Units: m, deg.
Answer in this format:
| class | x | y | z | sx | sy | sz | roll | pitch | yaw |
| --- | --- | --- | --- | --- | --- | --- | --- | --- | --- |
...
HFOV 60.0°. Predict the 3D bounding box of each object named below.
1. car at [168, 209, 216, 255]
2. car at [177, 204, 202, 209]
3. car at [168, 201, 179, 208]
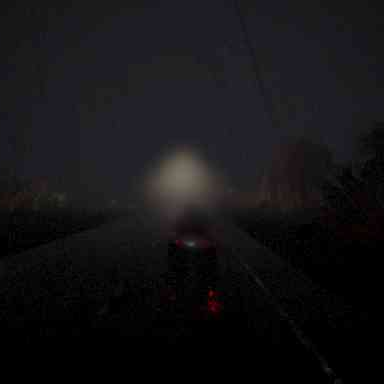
| class | x | y | z | sx | sy | sz | roll | pitch | yaw |
| --- | --- | --- | --- | --- | --- | --- | --- | --- | --- |
| car | 0.013 | 1.675 | 13.898 | 1.812 | 1.442 | 4.674 | 0 | 0 | 0 |
| car | 0.007 | 1.871 | 28.384 | 1.994 | 1.385 | 4.181 | 0 | -1 | 0 |
| car | -3.554 | 2.317 | 64.568 | 1.895 | 1.301 | 4.718 | 0 | -1 | 0 |
